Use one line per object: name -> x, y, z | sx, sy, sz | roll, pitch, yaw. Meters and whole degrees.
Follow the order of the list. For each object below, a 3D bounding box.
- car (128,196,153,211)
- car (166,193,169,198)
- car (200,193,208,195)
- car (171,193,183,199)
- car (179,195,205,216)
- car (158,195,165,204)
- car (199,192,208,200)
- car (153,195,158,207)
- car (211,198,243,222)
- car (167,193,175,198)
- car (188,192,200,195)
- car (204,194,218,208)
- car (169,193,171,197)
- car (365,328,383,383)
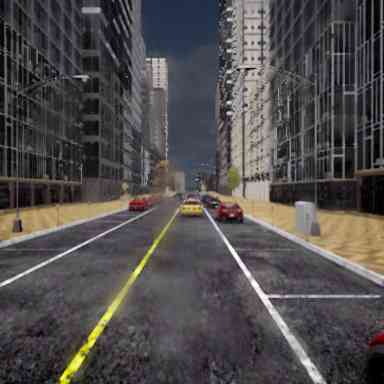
car -> -5.709, 1.307, 35.876 | 1.887, 1.381, 4.507 | 0, 0, 0
car -> -5.722, 1.159, 58.647 | 1.947, 1.339, 4.313 | 0, 0, 0
car -> 2.662, 1.202, 52.951 | 1.947, 1.339, 4.313 | 0, 0, 0
car -> -3.043, 0.909, 75.098 | 1.837, 1.490, 4.892 | 0, 0, 0
car -> -0.014, 1.328, 30.293 | 1.801, 1.575, 5.366 | 0, 1, 0
car -> -5.719, 1.181, 52.954 | 1.887, 1.381, 4.507 | 0, 0, 0
car -> 2.649, 0.899, 75.719 | 1.967, 1.590, 4.097 | 0, 0, 0
car -> -5.713, 1.302, 41.570 | 1.802, 1.307, 4.206 | 0, 0, 0
car -> 2.677, 1.386, 24.491 | 1.887, 1.381, 4.507 | 0, 0, 0
car -> -5.741, 0.869, 92.802 | 2.008, 1.369, 4.403 | 0, 0, 0
car -> -0.033, 1.101, 60.915 | 1.882, 1.535, 5.008 | 0, 0, 0
car -> 2.668, 1.286, 41.567 | 1.947, 1.339, 4.313 | 0, 0, 0
car -> -5.738, 0.892, 86.939 | 1.752, 1.417, 4.829 | 0, 0, 0
car -> 2.690, 1.429, 1.720 | 1.967, 1.590, 4.097 | 0, 0, 0
